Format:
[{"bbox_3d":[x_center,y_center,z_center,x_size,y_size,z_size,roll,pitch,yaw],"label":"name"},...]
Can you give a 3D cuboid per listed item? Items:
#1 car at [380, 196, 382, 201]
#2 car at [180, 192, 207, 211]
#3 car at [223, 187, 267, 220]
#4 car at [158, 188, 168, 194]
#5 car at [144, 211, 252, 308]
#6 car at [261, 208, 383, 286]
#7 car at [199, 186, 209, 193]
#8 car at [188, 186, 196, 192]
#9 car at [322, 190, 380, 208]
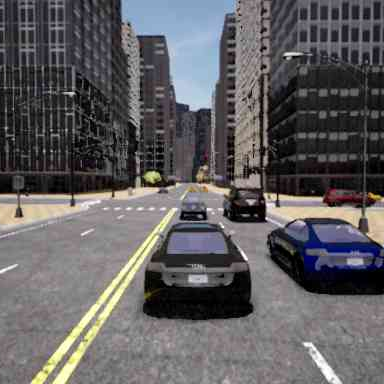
[{"bbox_3d":[21.808,0.629,42.989,4.829,1.417,1.752,1,2,1],"label":"car"},{"bbox_3d":[0.100,0.980,23.569,2.033,1.411,5.357,0,1,0],"label":"car"},{"bbox_3d":[3.374,0.691,22.067,2.150,2.045,5.566,0,1,-2],"label":"car"},{"bbox_3d":[-6.505,-0.280,75.403,1.994,1.385,4.181,0,1,0],"label":"car"},{"bbox_3d":[0.098,1.380,7.604,1.994,1.385,4.181,0,1,0],"label":"car"},{"bbox_3d":[3.347,1.350,8.825,1.994,1.385,4.181,0,1,0],"label":"car"},{"bbox_3d":[3.247,-0.614,85.473,1.882,1.535,5.008,0,1,0],"label":"car"},{"bbox_3d":[-0.004,-0.614,85.474,1.882,1.535,5.008,0,1,0],"label":"car"},{"bbox_3d":[16.199,0.700,34.701,5.009,1.841,2.192,1,2,1],"label":"car"}]
